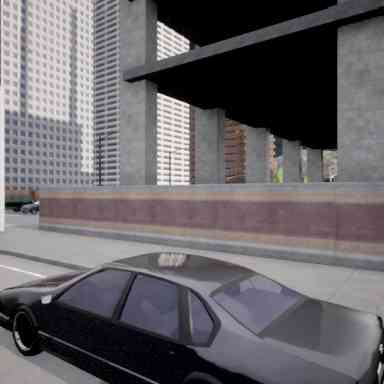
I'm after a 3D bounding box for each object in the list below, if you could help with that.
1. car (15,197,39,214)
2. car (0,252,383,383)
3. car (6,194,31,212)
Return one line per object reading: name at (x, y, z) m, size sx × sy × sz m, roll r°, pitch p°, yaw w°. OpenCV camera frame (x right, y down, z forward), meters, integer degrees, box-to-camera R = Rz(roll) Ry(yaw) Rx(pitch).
car at (-15.758, 1.538, 35.385) m, size 1.812 × 1.442 × 4.674 m, roll 0°, pitch 0°, yaw 36°
car at (-0.444, 1.548, 4.309) m, size 5.357 × 1.411 × 2.033 m, roll 0°, pitch 0°, yaw 35°
car at (-19.899, 1.235, 35.663) m, size 2.150 × 2.045 × 5.566 m, roll 0°, pitch 0°, yaw 36°
